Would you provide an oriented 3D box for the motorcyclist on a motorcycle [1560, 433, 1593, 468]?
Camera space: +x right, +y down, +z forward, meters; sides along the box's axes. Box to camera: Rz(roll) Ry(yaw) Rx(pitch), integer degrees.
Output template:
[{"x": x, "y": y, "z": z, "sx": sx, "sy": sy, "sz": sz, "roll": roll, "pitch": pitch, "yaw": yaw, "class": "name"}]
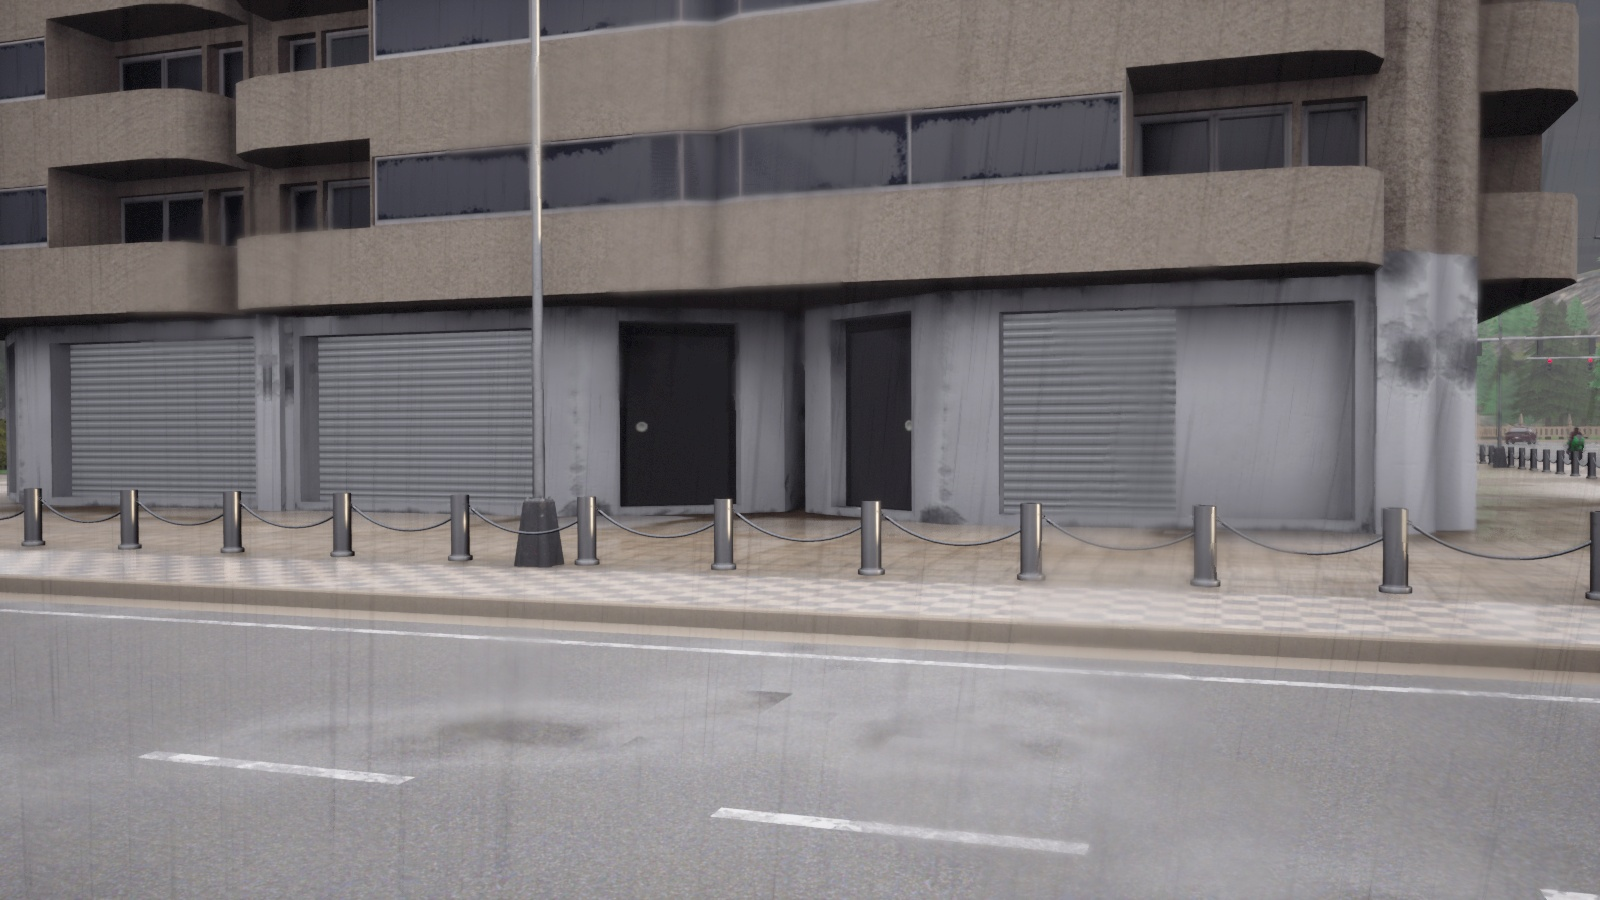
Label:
[{"x": 34.232, "y": -0.005, "z": 55.373, "sx": 0.797, "sy": 1.523, "sz": 2.044, "roll": 1, "pitch": 1, "yaw": 19, "class": "motorcyclist on a motorcycle"}]
